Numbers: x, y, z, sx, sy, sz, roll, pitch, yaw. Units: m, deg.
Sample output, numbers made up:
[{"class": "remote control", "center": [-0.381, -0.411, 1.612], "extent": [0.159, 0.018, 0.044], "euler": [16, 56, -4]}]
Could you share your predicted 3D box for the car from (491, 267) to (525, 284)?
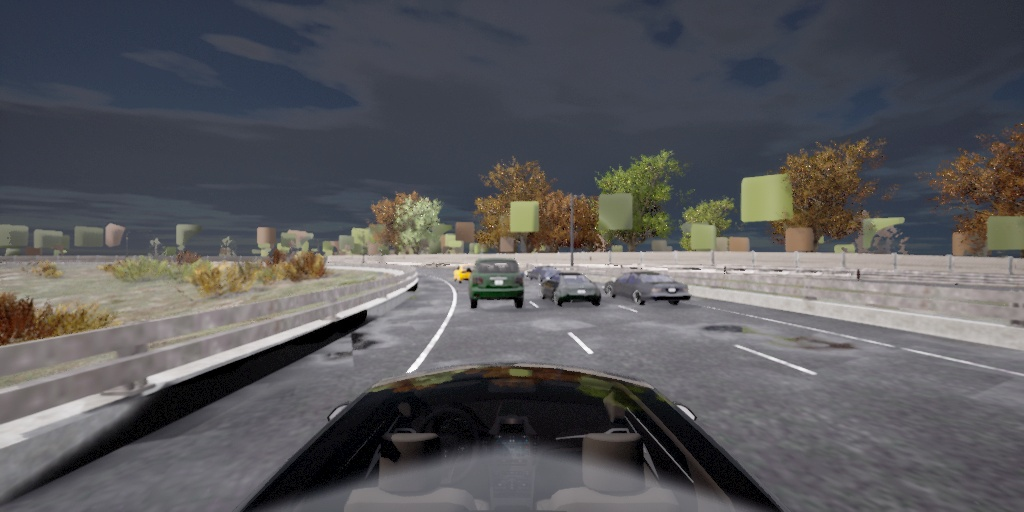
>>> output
[{"class": "car", "center": [-0.478, 1.651, 32.029], "extent": [1.895, 1.301, 4.718], "euler": [0, -1, -16]}]

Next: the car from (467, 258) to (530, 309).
[{"class": "car", "center": [-0.827, 1.109, 16.089], "extent": [2.150, 2.045, 5.566], "euler": [0, 0, -7]}]

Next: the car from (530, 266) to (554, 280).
[{"class": "car", "center": [2.930, 1.602, 32.843], "extent": [2.033, 1.411, 5.357], "euler": [0, -1, -15]}]

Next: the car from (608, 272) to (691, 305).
[{"class": "car", "center": [6.123, 1.442, 16.923], "extent": [2.033, 1.411, 5.357], "euler": [0, -1, -7]}]

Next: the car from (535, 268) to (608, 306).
[{"class": "car", "center": [2.606, 1.461, 16.789], "extent": [1.994, 1.385, 4.181], "euler": [0, -1, -8]}]

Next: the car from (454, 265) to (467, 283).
[{"class": "car", "center": [-3.958, 1.525, 31.453], "extent": [1.882, 1.535, 5.008], "euler": [0, 0, -16]}]
